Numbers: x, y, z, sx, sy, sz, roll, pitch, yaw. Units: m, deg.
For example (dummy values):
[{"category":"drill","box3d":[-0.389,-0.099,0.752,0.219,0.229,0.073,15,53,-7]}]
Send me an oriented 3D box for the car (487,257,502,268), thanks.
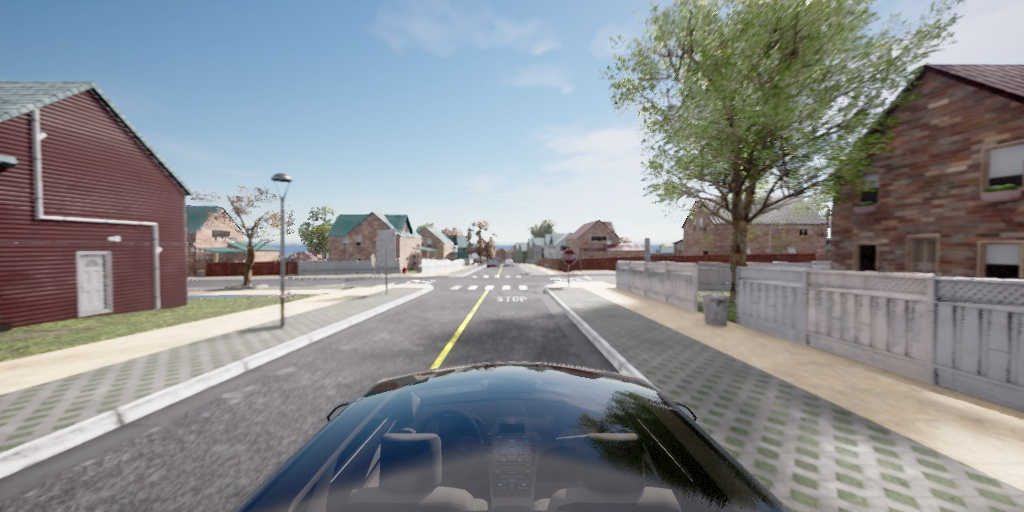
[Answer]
[{"category":"car","box3d":[-3.199,1.372,60.767,1.994,1.385,4.181,0,0,0]}]
